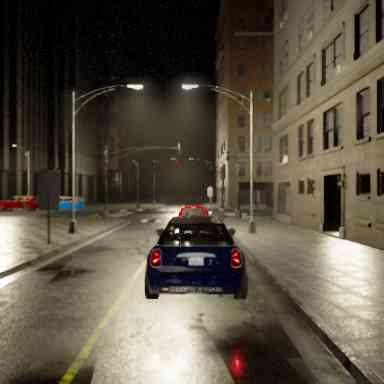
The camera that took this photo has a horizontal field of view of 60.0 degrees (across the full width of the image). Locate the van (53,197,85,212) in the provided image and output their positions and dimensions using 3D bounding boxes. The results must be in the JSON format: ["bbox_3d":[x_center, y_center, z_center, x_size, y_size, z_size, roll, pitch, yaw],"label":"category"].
[{"bbox_3d":[-14.733,1.444,39.255,3.998,1.788,1.690,0,0,-1],"label":"van"}]

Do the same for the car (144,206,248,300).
[{"bbox_3d":[0.096,1.363,8.554,2.097,1.767,4.553,0,0,0],"label":"car"}]

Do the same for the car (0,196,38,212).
[{"bbox_3d":[-20.374,1.417,39.168,5.009,1.841,2.192,0,0,-1],"label":"car"}]

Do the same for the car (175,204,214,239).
[{"bbox_3d":[0.094,1.505,18.438,1.882,1.535,5.008,0,0,0],"label":"car"}]
